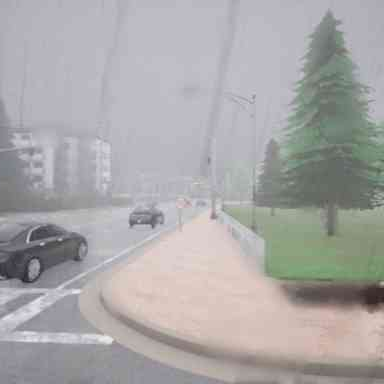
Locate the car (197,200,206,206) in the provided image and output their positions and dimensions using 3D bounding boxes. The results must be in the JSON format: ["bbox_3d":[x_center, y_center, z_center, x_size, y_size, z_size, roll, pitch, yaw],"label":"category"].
[{"bbox_3d":[2.192,2.609,79.489,1.994,1.385,4.181,0,-1,6],"label":"car"}]

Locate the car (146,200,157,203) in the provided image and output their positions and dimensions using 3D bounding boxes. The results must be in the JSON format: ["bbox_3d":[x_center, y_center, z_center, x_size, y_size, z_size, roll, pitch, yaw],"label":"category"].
[{"bbox_3d":[-8.980,2.543,73.410,2.033,1.411,5.357,0,-1,6],"label":"car"}]

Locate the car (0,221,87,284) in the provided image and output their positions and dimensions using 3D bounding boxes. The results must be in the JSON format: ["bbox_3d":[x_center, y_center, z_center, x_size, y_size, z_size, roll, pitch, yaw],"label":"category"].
[{"bbox_3d":[-4.850,1.649,10.100,1.837,1.490,4.892,0,0,6],"label":"car"}]

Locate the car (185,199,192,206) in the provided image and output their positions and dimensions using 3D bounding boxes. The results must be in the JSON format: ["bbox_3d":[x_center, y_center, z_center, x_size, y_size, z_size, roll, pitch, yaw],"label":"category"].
[{"bbox_3d":[-1.291,2.562,79.844,1.837,1.490,4.892,0,-1,6],"label":"car"}]

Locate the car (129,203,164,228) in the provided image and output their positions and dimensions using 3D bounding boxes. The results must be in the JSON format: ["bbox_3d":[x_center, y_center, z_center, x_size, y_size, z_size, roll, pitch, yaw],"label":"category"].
[{"bbox_3d":[-3.334,1.836,25.021,2.128,1.511,4.902,0,-1,6],"label":"car"}]
